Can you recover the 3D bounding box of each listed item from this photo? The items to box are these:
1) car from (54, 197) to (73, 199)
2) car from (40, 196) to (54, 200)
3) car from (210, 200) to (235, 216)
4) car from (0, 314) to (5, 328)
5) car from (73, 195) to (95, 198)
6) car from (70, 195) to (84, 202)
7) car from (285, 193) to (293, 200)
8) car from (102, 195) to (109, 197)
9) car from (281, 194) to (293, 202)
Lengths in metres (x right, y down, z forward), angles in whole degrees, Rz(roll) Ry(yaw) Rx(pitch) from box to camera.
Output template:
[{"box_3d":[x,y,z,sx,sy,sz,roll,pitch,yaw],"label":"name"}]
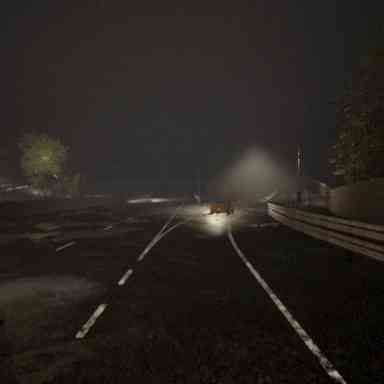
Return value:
[{"box_3d":[-24.493,1.600,64.843,1.895,1.301,4.718,0,0,0],"label":"car"},{"box_3d":[-27.993,1.557,64.873,1.994,1.385,4.181,0,0,0],"label":"car"},{"box_3d":[3.212,1.606,34.307,1.882,1.535,5.008,2,-2,15],"label":"car"},{"box_3d":[-3.403,1.601,2.261,1.895,1.301,4.718,0,0,0],"label":"car"},{"box_3d":[-20.994,1.529,64.913,1.812,1.442,4.674,0,0,0],"label":"car"},{"box_3d":[-27.991,1.519,81.123,1.837,1.490,4.892,0,0,0],"label":"car"},{"box_3d":[26.330,1.215,90.446,1.837,1.490,4.892,0,4,19],"label":"car"},{"box_3d":[-20.991,1.544,81.122,2.128,1.511,4.902,0,0,0],"label":"car"},{"box_3d":[22.834,1.838,80.972,1.812,1.442,4.674,0,3,20],"label":"car"}]
